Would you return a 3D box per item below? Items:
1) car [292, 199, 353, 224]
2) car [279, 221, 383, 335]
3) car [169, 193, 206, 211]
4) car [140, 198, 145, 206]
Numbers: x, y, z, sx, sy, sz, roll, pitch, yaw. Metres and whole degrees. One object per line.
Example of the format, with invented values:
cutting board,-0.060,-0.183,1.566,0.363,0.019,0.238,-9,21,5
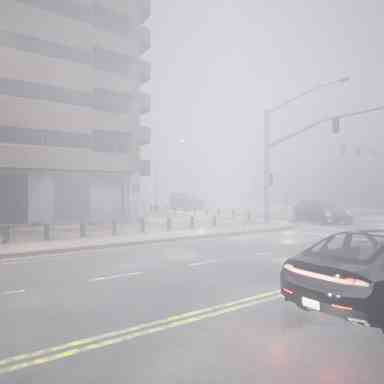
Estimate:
car,8.861,1.317,22.895,2.097,1.767,4.553,0,0,-13
car,3.813,1.491,6.463,4.902,1.511,2.128,0,0,-35
car,-0.652,1.168,39.383,2.150,2.045,5.566,0,0,-34
car,-8.925,1.422,51.419,1.882,1.535,5.008,0,1,-34
